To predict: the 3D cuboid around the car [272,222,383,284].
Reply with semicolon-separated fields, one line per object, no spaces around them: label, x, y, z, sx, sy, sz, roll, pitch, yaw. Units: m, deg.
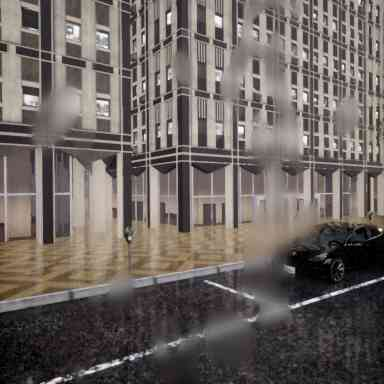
car;4.206;1.564;9.570;4.313;1.339;1.947;0;-1;-36
